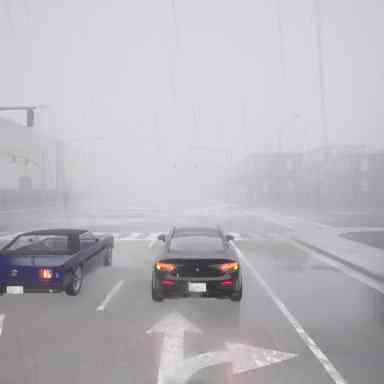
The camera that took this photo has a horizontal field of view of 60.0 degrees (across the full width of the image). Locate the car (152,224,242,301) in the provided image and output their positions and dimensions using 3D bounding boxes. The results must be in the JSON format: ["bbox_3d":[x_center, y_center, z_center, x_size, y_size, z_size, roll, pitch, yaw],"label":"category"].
[{"bbox_3d":[0.101,1.526,8.200,1.812,1.442,4.674,0,0,0],"label":"car"}]

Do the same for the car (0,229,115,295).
[{"bbox_3d":[-3.397,1.601,8.633,1.895,1.301,4.718,0,0,0],"label":"car"}]
